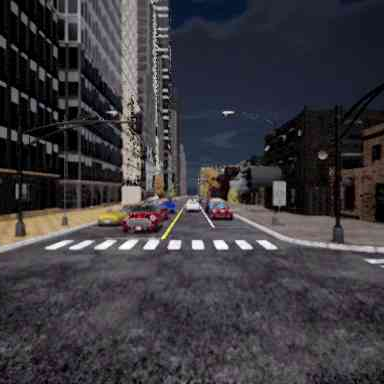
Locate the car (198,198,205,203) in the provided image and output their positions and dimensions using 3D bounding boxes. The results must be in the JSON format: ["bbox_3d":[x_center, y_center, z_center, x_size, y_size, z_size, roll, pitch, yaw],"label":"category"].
[{"bbox_3d":[2.693,2.330,93.081,1.887,1.381,4.507,-1,0,0],"label":"car"}]

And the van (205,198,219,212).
[{"bbox_3d":[2.681,1.649,36.644,1.690,1.788,3.998,-1,0,0],"label":"van"}]

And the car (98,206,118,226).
[{"bbox_3d":[-5.835,1.738,25.241,1.752,1.417,4.829,-1,0,0],"label":"car"}]

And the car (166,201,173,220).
[{"bbox_3d":[-3.085,1.825,31.019,1.994,1.385,4.181,0,0,-1],"label":"car"}]

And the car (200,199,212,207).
[{"bbox_3d":[2.689,2.096,64.862,2.008,1.369,4.403,-1,0,0],"label":"car"}]

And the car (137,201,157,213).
[{"bbox_3d":[-5.661,1.922,42.343,1.947,1.339,4.313,-1,0,0],"label":"car"}]

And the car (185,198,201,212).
[{"bbox_3d":[0.108,1.906,45.365,1.812,1.442,4.674,0,0,0],"label":"car"}]

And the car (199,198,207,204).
[{"bbox_3d":[2.692,2.256,81.794,1.947,1.339,4.313,-1,0,0],"label":"car"}]

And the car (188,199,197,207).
[{"bbox_3d":[0.096,2.068,64.520,1.812,1.442,4.674,0,-1,0],"label":"car"}]

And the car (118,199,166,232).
[{"bbox_3d":[-3.091,1.533,21.566,2.097,1.767,4.553,0,0,0],"label":"car"}]

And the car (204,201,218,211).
[{"bbox_3d":[2.687,1.984,47.930,1.802,1.307,4.206,-1,0,0],"label":"car"}]

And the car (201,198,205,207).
[{"bbox_3d":[2.681,1.670,42.288,2.192,1.841,5.009,-1,0,0],"label":"car"}]

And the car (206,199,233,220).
[{"bbox_3d":[2.682,1.700,31.000,1.967,1.590,4.097,-1,0,0],"label":"car"}]

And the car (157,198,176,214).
[{"bbox_3d":[-2.993,1.825,41.403,1.882,1.535,5.008,0,0,0],"label":"car"}]

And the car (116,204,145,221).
[{"bbox_3d":[-5.663,1.827,31.054,1.947,1.339,4.313,-1,0,0],"label":"car"}]
